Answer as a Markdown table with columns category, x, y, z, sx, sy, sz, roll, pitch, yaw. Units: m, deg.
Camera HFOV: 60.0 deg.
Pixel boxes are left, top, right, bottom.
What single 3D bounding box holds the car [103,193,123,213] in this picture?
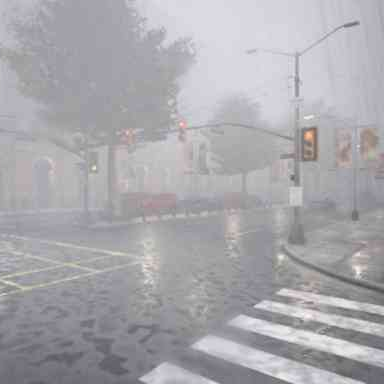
| category | x | y | z | sx | sy | sz | roll | pitch | yaw |
| --- | --- | --- | --- | --- | --- | --- | --- | --- | --- |
| car | -6.317 | 1.081 | 33.736 | 2.150 | 2.045 | 5.566 | 0 | 0 | 37 |

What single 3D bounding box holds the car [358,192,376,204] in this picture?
| category | x | y | z | sx | sy | sz | roll | pitch | yaw |
| --- | --- | --- | --- | --- | --- | --- | --- | --- | --- |
| car | 30.193 | 1.003 | 57.423 | 2.150 | 2.045 | 5.566 | 0 | -1 | 37 |

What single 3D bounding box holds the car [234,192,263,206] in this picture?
| category | x | y | z | sx | sy | sz | roll | pitch | yaw |
| --- | --- | --- | --- | --- | --- | --- | --- | --- | --- |
| car | 8.400 | 1.165 | 47.664 | 2.097 | 1.767 | 4.553 | 0 | 0 | 36 |

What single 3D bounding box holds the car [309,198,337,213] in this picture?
| category | x | y | z | sx | sy | sz | roll | pitch | yaw |
| --- | --- | --- | --- | --- | --- | --- | --- | --- | --- |
| car | 14.102 | 1.357 | 35.746 | 2.128 | 1.511 | 4.902 | 0 | 0 | 37 |

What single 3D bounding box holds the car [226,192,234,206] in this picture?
| category | x | y | z | sx | sy | sz | roll | pitch | yaw |
| --- | --- | --- | --- | --- | --- | --- | --- | --- | --- |
| car | 6.256 | 1.021 | 50.649 | 2.150 | 2.045 | 5.566 | 0 | 0 | 37 |

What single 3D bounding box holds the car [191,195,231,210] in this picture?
| category | x | y | z | sx | sy | sz | roll | pitch | yaw |
| --- | --- | --- | --- | --- | --- | --- | --- | --- | --- |
| car | 2.346 | 1.368 | 39.532 | 1.812 | 1.442 | 4.674 | 0 | 0 | 37 |

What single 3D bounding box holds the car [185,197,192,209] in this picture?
| category | x | y | z | sx | sy | sz | roll | pitch | yaw |
| --- | --- | --- | --- | --- | --- | --- | --- | --- | --- |
| car | -0.107 | 1.321 | 42.097 | 2.128 | 1.511 | 4.902 | 0 | 0 | 37 |

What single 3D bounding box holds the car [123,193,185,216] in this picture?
| category | x | y | z | sx | sy | sz | roll | pitch | yaw |
| --- | --- | --- | --- | --- | --- | --- | --- | --- | --- |
| car | -3.507 | 1.091 | 31.652 | 2.150 | 2.045 | 5.566 | 0 | 0 | 37 |
